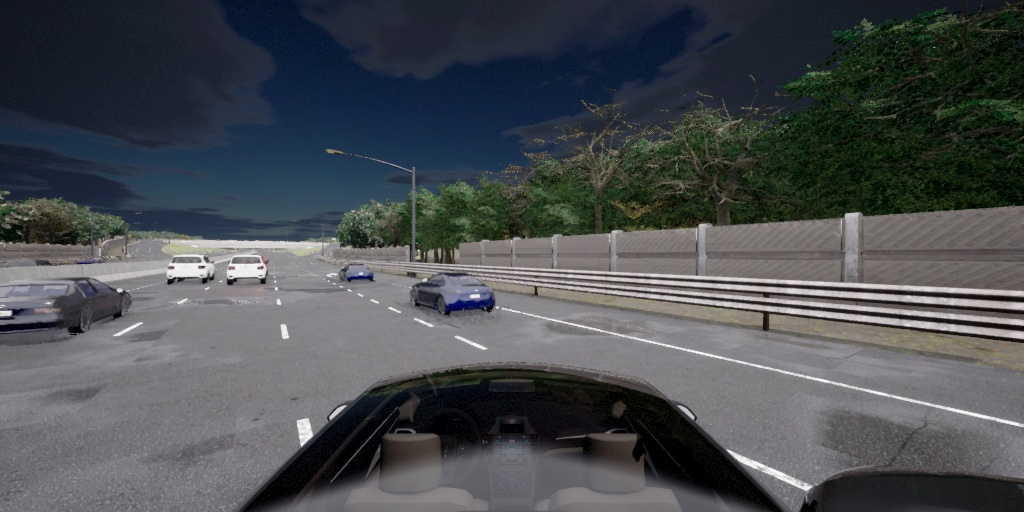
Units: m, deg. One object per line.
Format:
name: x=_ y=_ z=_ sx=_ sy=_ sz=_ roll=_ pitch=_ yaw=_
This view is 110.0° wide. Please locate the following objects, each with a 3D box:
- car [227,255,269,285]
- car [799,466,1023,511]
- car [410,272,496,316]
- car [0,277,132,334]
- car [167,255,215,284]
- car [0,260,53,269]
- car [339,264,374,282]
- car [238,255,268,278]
car: x=-19.274 y=0.957 z=26.201 sx=2.150 sy=2.045 sz=5.566 roll=0 pitch=0 yaw=-34
car: x=2.985 y=1.315 z=0.453 sx=4.181 sy=1.385 sz=1.994 roll=0 pitch=0 yaw=34
car: x=-2.355 y=1.312 z=13.616 sx=1.994 sy=1.385 sz=4.181 roll=0 pitch=0 yaw=-34
car: x=-12.483 y=1.293 z=9.846 sx=2.033 sy=1.411 sz=5.357 roll=0 pitch=0 yaw=-34
car: x=-23.978 y=0.953 z=26.931 sx=2.150 sy=2.045 sz=5.566 roll=0 pitch=0 yaw=-34
car: x=-37.088 y=1.074 z=27.287 sx=2.097 sy=1.767 sz=4.553 roll=0 pitch=0 yaw=-34
car: x=-12.464 y=1.301 z=28.612 sx=1.994 sy=1.385 sz=4.181 roll=0 pitch=0 yaw=-34
car: x=-25.265 y=0.946 z=35.154 sx=2.150 sy=2.045 sz=5.566 roll=0 pitch=0 yaw=-34
